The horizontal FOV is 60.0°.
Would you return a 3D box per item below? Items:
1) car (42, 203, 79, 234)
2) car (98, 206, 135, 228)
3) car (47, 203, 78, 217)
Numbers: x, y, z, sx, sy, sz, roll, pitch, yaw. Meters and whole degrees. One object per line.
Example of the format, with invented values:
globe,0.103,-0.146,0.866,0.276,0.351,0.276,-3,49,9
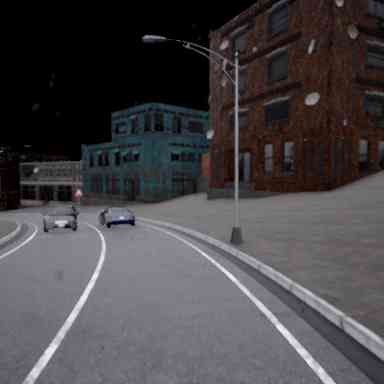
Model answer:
car,-8.313,1.669,21.016,2.128,1.511,4.902,-1,-1,-23
car,-5.355,1.672,23.398,1.994,1.385,4.181,-2,0,-23
car,-15.182,2.110,38.950,1.837,1.490,4.892,-2,-1,-40
